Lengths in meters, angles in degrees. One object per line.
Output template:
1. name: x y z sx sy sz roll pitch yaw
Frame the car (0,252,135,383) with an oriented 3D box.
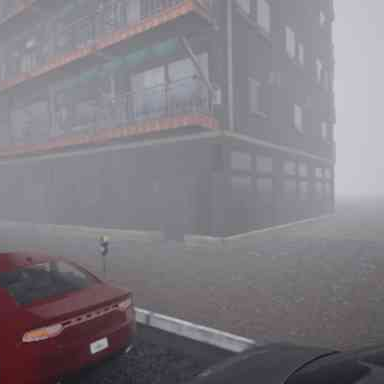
1. car: -2.827 1.590 5.013 4.507 1.381 1.887 -1 0 36

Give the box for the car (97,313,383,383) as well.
1. car: 1.713 1.549 1.672 4.313 1.339 1.947 -1 0 36
